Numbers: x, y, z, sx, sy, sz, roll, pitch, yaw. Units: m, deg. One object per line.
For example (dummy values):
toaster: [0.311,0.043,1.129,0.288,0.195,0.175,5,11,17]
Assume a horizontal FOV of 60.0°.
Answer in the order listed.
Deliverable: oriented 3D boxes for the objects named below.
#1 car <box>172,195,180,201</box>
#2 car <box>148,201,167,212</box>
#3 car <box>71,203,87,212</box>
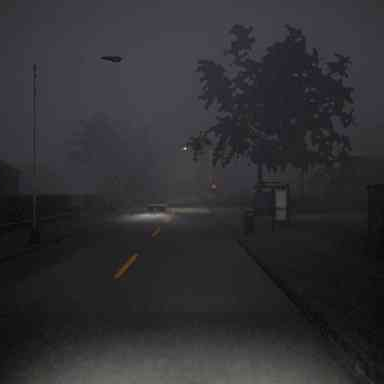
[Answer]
car: [-4.000,1.434,84.632,1.812,1.442,4.674,0,0,0]
car: [-4.000,1.653,38.620,1.895,1.301,4.718,0,0,0]
car: [-12.884,1.353,31.750,5.357,1.415,2.033,0,0,3]
